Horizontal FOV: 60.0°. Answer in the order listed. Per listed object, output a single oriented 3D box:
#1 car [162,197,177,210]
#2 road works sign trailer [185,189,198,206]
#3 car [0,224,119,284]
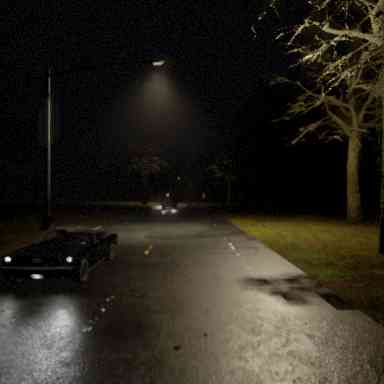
[{"bbox_3d":[-3.631,1.756,53.698,2.150,2.045,5.566,0,-1,0],"label":"car"},{"bbox_3d":[0.067,1.202,70.390,2.380,3.560,2.880,0,-1,-5],"label":"road works sign trailer"},{"bbox_3d":[-3.613,1.686,9.971,1.895,1.301,4.718,0,0,0],"label":"car"}]
